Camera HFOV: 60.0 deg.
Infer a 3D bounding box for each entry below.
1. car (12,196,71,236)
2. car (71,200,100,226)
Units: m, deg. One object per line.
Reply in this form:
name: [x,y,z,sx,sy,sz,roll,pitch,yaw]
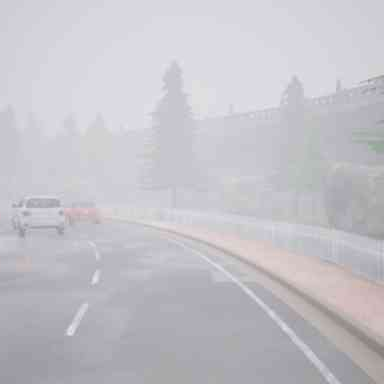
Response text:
car: [-8.707,1.228,18.712,2.150,2.045,5.566,0,0,-32]
car: [-8.307,1.359,23.669,2.097,1.767,4.553,0,0,-38]
